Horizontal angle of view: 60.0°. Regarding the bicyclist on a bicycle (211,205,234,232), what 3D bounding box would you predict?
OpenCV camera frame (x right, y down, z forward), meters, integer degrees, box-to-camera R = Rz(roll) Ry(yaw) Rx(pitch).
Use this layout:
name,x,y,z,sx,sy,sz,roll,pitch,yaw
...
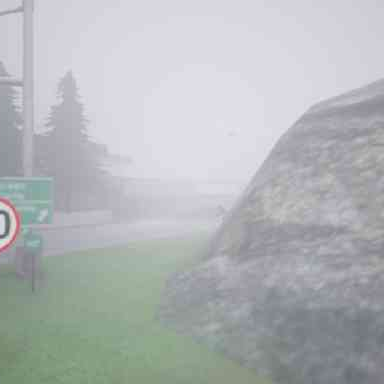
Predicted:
name,x,y,z,sx,sy,sz,roll,pitch,yaw
bicyclist on a bicycle,1.872,1.660,20.745,1.656,1.620,0.582,0,0,36

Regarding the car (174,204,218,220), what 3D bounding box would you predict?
name,x,y,z,sx,sy,sz,roll,pitch,yaw
car,0.454,1.818,30.791,1.895,1.301,4.718,0,0,36
